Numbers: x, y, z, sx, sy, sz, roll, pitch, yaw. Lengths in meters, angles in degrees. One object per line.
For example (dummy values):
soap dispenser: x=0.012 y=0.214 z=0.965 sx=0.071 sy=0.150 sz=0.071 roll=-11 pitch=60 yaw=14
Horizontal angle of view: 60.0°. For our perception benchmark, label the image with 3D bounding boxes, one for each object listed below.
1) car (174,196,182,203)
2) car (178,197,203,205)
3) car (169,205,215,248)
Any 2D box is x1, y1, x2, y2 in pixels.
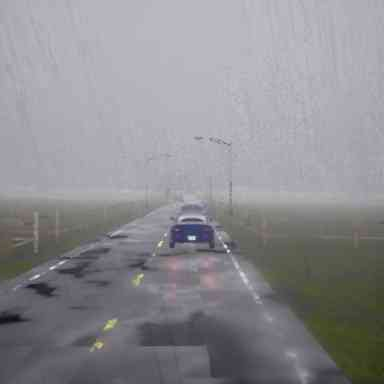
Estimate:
car: x=-2.750 y=1.469 z=68.915 sx=1.812 sy=1.442 sz=4.674 roll=0 pitch=0 yaw=0
car: x=0.000 y=1.492 z=29.650 sx=1.882 sy=1.535 sz=5.008 roll=0 pitch=0 yaw=0
car: x=0.000 y=1.535 z=14.650 sx=1.812 sy=1.442 sz=4.674 roll=0 pitch=0 yaw=0
